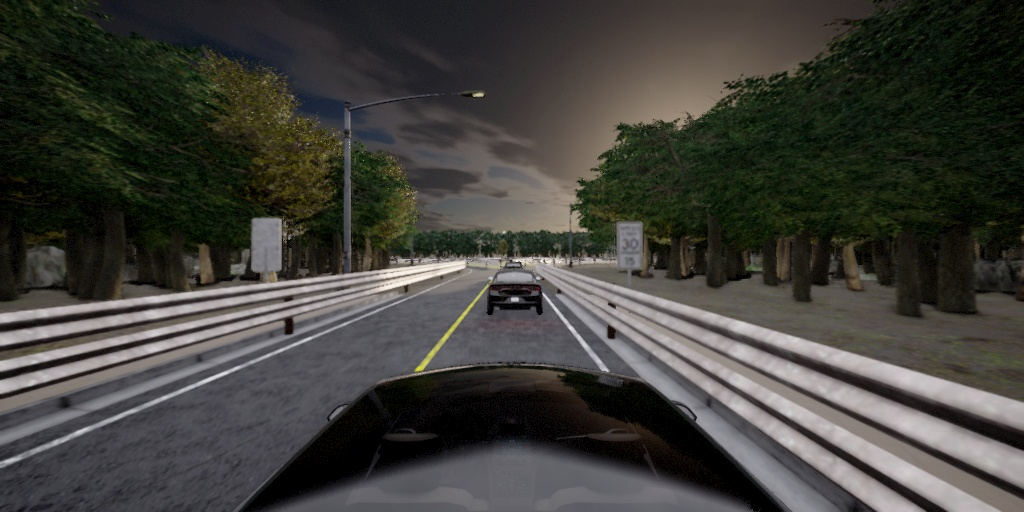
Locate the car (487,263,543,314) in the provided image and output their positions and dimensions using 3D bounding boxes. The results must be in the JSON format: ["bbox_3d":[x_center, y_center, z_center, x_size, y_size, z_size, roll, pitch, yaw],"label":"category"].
[{"bbox_3d":[0.101,1.215,13.797,1.882,1.535,5.008,0,0,0],"label":"car"}]
